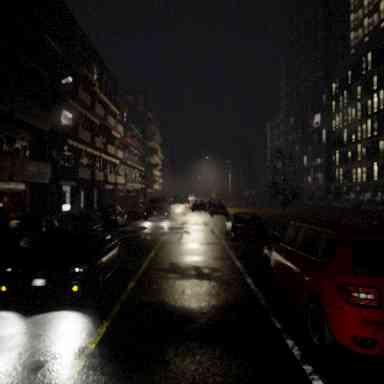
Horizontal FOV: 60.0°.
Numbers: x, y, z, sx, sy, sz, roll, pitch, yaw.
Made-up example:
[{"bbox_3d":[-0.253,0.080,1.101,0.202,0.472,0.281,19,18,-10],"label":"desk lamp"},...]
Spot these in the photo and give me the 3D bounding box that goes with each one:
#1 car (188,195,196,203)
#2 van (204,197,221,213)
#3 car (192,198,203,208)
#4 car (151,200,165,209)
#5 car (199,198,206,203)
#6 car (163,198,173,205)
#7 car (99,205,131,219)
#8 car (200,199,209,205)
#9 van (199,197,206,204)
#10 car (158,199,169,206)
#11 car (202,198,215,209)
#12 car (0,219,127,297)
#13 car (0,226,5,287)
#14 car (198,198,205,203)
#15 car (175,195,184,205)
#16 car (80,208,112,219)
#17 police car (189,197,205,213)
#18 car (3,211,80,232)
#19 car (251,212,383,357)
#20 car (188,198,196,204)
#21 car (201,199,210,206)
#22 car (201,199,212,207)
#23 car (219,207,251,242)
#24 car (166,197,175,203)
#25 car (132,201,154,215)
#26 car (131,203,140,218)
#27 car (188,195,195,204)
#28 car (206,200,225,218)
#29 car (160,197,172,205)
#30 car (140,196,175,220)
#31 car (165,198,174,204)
[{"bbox_3d":[-0.006,1.838,91.751,2.150,2.045,5.566,0,-1,0],"label":"car"},{"bbox_3d":[2.682,1.657,39.255,1.690,1.788,3.998,0,0,0],"label":"van"},{"bbox_3d":[0.882,1.942,58.444,1.801,1.575,5.366,0,-1,0],"label":"car"},{"bbox_3d":[-5.699,2.008,55.833,1.887,1.381,4.507,0,-1,0],"label":"car"},{"bbox_3d":[2.679,2.297,89.160,1.752,1.417,4.829,0,-1,0],"label":"car"},{"bbox_3d":[-5.700,2.216,77.938,2.008,1.369,4.403,0,-1,0],"label":"car"},{"bbox_3d":[-5.697,1.621,22.675,1.967,1.590,4.097,0,0,0],"label":"car"},{"bbox_3d":[2.680,2.195,72.411,1.802,1.307,4.206,0,-1,0],"label":"car"},{"bbox_3d":[2.678,2.058,83.467,1.690,1.788,3.998,0,-1,0],"label":"van"},{"bbox_3d":[-5.700,2.087,66.716,1.752,1.417,4.829,0,-1,0],"label":"car"},{"bbox_3d":[2.680,1.902,55.833,1.967,1.590,4.097,0,-1,0],"label":"car"},{"bbox_3d":[-3.066,1.633,8.635,1.994,1.385,4.181,0,0,0],"label":"car"},{"bbox_3d":[-5.695,1.594,6.093,1.887,1.381,4.507,0,0,0],"label":"car"},{"bbox_3d":[2.679,2.389,94.518,1.947,1.339,4.313,0,-1,0],"label":"car"},{"bbox_3d":[-3.005,1.731,72.376,2.150,2.045,5.566,0,-1,0],"label":"car"},{"bbox_3d":[-5.696,1.718,17.148,1.802,1.307,4.206,0,0,0],"label":"car"},{"bbox_3d":[0.897,1.769,42.362,1.930,1.638,5.238,0,0,0],"label":"police car"},{"bbox_3d":[-5.696,1.533,11.622,1.967,1.590,4.097,0,0,0],"label":"car"},{"bbox_3d":[2.684,1.363,6.096,2.192,1.841,5.009,0,0,0],"label":"car"},{"bbox_3d":[-0.004,2.159,76.643,1.895,1.301,4.718,0,-1,0],"label":"car"},{"bbox_3d":[2.680,2.144,66.886,1.802,1.307,4.206,0,-1,0],"label":"car"},{"bbox_3d":[2.681,2.039,61.529,1.752,1.417,4.829,0,-1,0],"label":"car"},{"bbox_3d":[2.684,1.680,17.148,1.887,1.381,4.507,0,0,0],"label":"car"},{"bbox_3d":[-5.702,2.211,88.991,1.967,1.590,4.097,0,-1,0],"label":"car"},{"bbox_3d":[-5.697,1.862,39.252,1.887,1.381,4.507,0,0,0],"label":"car"},{"bbox_3d":[-5.697,1.795,33.557,1.752,1.417,4.829,0,0,0],"label":"car"},{"bbox_3d":[0.758,1.782,52.266,2.097,1.767,4.553,0,-1,3],"label":"car"},{"bbox_3d":[2.683,1.797,33.897,1.752,1.417,4.829,0,0,0],"label":"car"},{"bbox_3d":[-5.702,1.929,72.414,2.192,1.841,5.009,0,-1,0],"label":"car"},{"bbox_3d":[-3.099,1.471,31.110,2.150,2.045,5.566,0,-1,0],"label":"car"},{"bbox_3d":[-5.701,2.268,83.465,2.008,1.369,4.403,0,-1,0],"label":"car"}]
